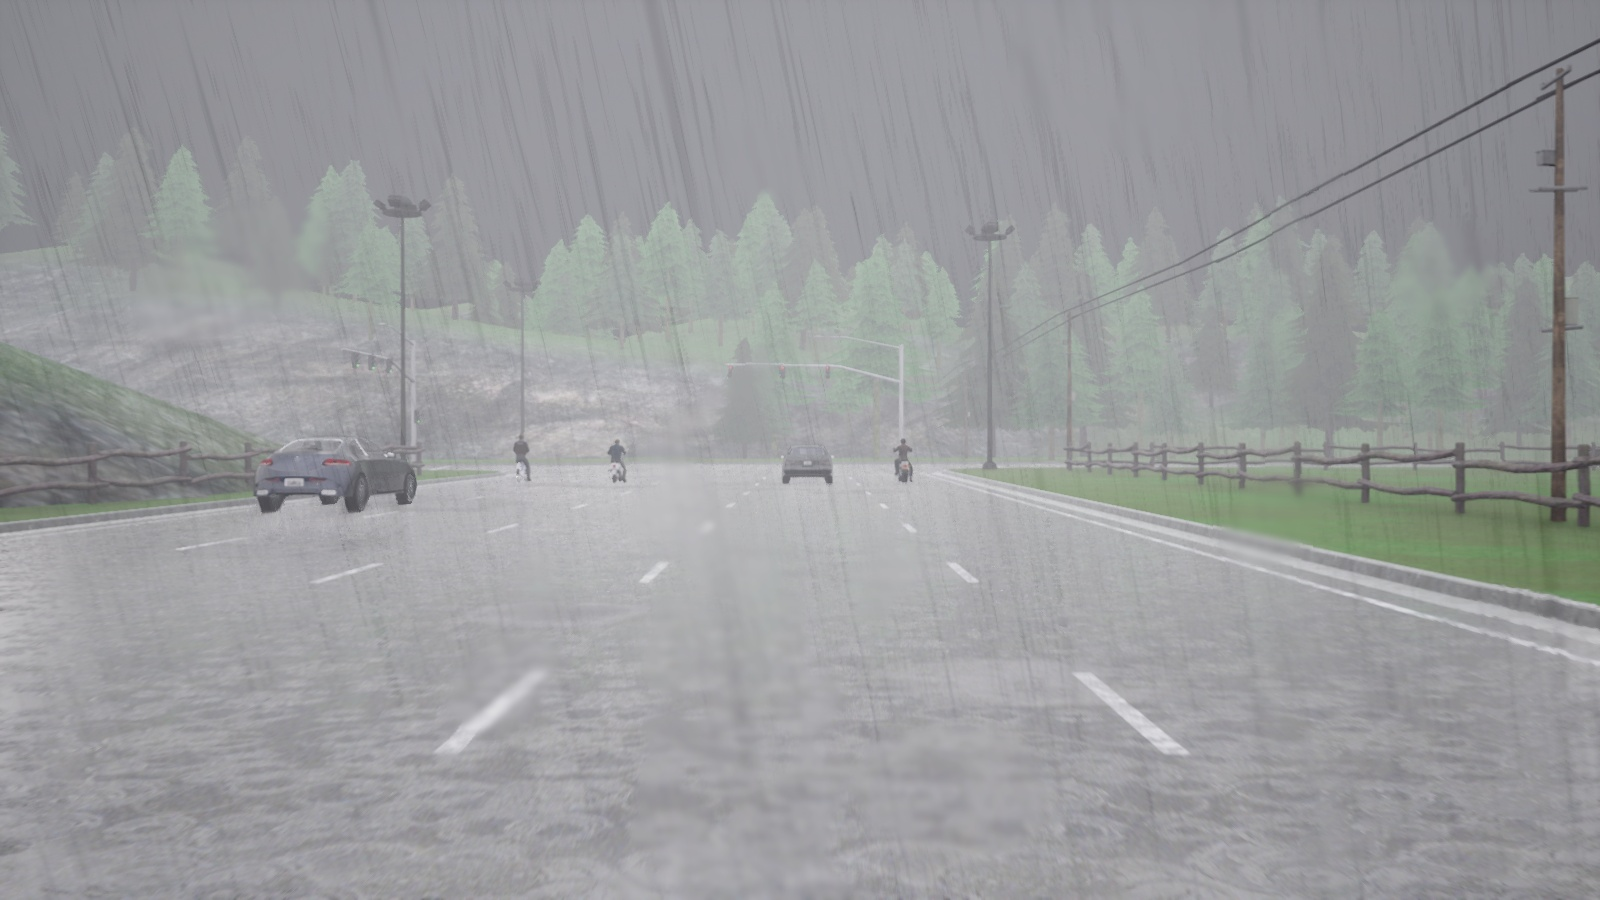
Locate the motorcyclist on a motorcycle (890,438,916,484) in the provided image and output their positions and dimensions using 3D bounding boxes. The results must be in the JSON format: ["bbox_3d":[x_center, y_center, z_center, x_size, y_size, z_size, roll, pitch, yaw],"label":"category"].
[{"bbox_3d":[3.775,0.398,46.026,0.766,1.649,2.350,0,0,0],"label":"motorcyclist on a motorcycle"}]

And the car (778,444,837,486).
[{"bbox_3d":[0.273,0.495,45.638,2.033,1.411,5.357,0,0,0],"label":"car"}]

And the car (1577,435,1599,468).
[{"bbox_3d":[47.564,0.104,72.808,3.866,1.878,1.905,0,0,1],"label":"car"}]

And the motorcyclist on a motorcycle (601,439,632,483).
[{"bbox_3d":[-6.725,0.393,46.076,0.866,1.590,1.817,0,0,0],"label":"motorcyclist on a motorcycle"}]

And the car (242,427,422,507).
[{"bbox_3d":[-10.326,0.332,28.197,2.152,1.651,5.027,0,0,0],"label":"car"}]
